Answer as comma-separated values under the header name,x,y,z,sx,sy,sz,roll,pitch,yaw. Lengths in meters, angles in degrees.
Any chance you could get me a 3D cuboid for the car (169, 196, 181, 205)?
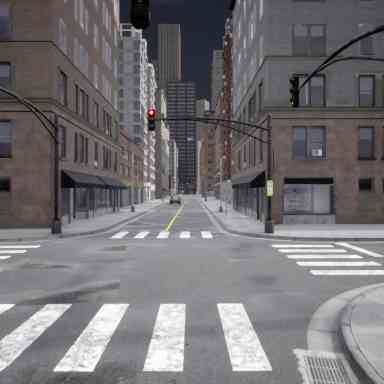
name,x,y,z,sx,sy,sz,roll,pitch,yaw
car,-2.987,1.457,59.698,1.882,1.535,5.008,0,0,0
